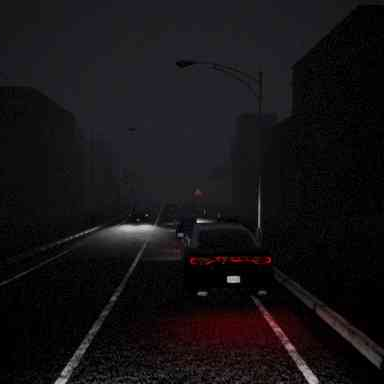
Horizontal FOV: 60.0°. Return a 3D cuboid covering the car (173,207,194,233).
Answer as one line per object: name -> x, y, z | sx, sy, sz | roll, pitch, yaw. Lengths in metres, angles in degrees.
car -> 0.009, 1.757, 18.794 | 1.812, 1.442, 4.674 | 0, -1, -4

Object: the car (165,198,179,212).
car -> -2.784, 1.962, 45.394 | 2.128, 1.511, 4.902 | 0, -1, -4

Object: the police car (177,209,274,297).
police car -> 0.652, 1.474, 8.849 | 1.930, 1.638, 5.238 | 0, -1, -3

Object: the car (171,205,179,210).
car -> -0.419, 1.910, 24.788 | 1.812, 1.442, 4.674 | 0, -1, -4

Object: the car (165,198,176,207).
car -> -3.780, 1.807, 59.148 | 1.895, 1.301, 4.718 | 0, 2, -4

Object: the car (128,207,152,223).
car -> -4.736, 2.103, 30.472 | 1.895, 1.301, 4.718 | 0, -1, -4
